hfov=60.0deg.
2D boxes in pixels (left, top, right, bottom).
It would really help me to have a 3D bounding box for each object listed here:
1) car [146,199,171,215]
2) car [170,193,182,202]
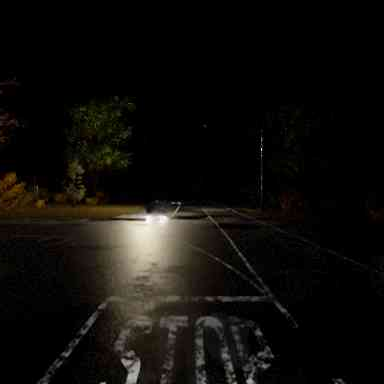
[{"bbox_3d":[-3.626,1.643,34.960,1.895,1.301,4.718,0,0,0],"label":"car"},{"bbox_3d":[-3.685,1.335,78.063,2.150,2.045,5.566,0,0,4],"label":"car"}]
